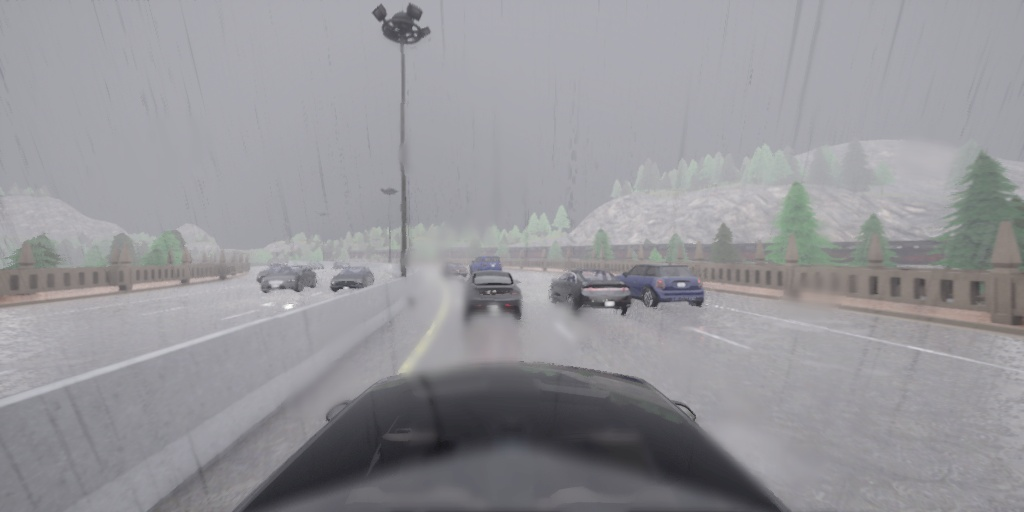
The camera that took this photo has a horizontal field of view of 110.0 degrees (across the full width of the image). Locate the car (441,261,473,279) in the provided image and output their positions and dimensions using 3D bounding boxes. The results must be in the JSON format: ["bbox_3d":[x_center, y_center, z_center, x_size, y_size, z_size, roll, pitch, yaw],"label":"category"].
[{"bbox_3d":[-5.400,1.354,33.178,2.033,1.411,5.357,0,0,-19],"label":"car"}]

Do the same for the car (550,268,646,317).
[{"bbox_3d":[2.691,1.237,13.246,2.128,1.511,4.902,0,0,-6],"label":"car"}]

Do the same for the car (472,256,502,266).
[{"bbox_3d":[-2.682,1.009,35.876,2.150,2.045,5.566,0,0,-20],"label":"car"}]

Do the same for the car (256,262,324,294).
[{"bbox_3d":[-13.162,1.339,21.461,2.128,1.511,4.902,0,0,-14],"label":"car"}]

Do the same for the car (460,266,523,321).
[{"bbox_3d":[-0.754,1.268,12.664,1.837,1.490,4.892,0,0,-6],"label":"car"}]

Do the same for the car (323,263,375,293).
[{"bbox_3d":[-9.683,1.374,22.207,2.033,1.411,5.357,0,0,-13],"label":"car"}]

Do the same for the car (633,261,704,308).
[{"bbox_3d":[5.935,1.081,15.257,2.097,1.767,4.553,0,0,-7],"label":"car"}]
